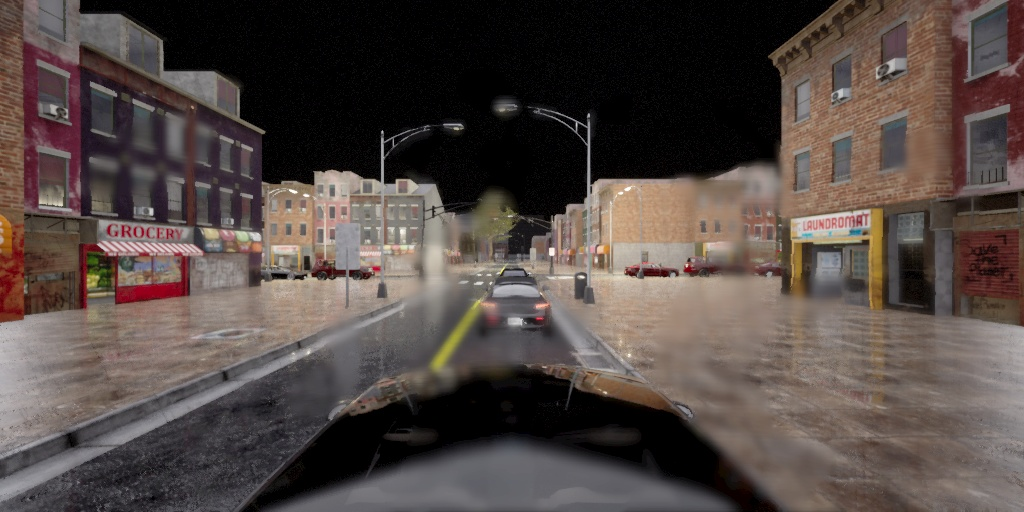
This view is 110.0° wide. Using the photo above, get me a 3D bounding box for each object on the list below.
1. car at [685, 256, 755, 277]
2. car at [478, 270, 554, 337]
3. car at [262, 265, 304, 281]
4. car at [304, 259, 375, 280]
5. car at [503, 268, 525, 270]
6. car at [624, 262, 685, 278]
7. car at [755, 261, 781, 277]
[{"bbox_3d":[17.388,0.948,30.750,5.009,1.841,2.192,0,0,0],"label":"car"},{"bbox_3d":[0.099,1.278,10.127,1.812,1.442,4.674,0,0,0],"label":"car"},{"bbox_3d":[-19.880,1.473,30.693,4.313,1.339,1.948,0,0,0],"label":"car"},{"bbox_3d":[-14.454,1.180,30.701,5.009,1.841,2.192,0,0,0],"label":"car"},{"bbox_3d":[0.104,1.322,18.887,1.994,1.385,4.181,0,0,0],"label":"car"},{"bbox_3d":[11.954,1.217,30.741,4.507,1.381,1.888,0,0,0],"label":"car"},{"bbox_3d":[22.822,1.142,30.758,4.507,1.381,1.888,0,0,0],"label":"car"}]
